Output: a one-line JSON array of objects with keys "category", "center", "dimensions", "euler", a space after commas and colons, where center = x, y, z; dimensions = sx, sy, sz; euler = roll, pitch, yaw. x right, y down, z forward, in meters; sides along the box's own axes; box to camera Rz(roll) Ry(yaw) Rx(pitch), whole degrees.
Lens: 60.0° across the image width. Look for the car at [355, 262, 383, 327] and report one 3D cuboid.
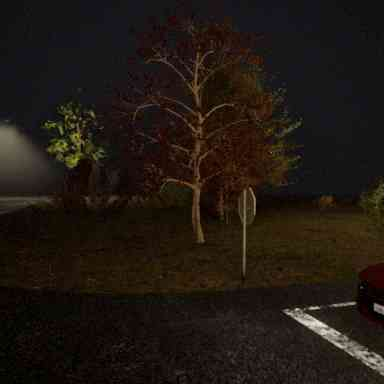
[{"category": "car", "center": [5.225, 1.479, 5.612], "dimensions": [5.008, 1.535, 1.882], "euler": [0, 0, -15]}]
